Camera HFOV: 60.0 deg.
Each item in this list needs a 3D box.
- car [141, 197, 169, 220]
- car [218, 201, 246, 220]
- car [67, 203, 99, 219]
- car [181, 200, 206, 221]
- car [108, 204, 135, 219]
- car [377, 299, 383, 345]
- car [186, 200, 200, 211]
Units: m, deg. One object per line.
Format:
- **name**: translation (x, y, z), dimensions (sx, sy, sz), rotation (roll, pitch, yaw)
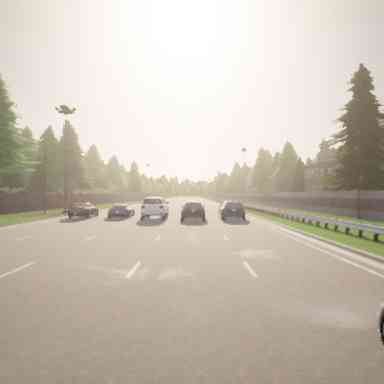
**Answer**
- **car**: translation (-3.390, 1.474, 30.898), dimensions (2.150, 2.045, 5.566), rotation (0, 0, 0)
- **car**: translation (3.611, 1.600, 30.684), dimensions (2.097, 1.767, 4.553), rotation (0, -1, 0)
- **car**: translation (-10.388, 1.754, 32.114), dimensions (2.128, 1.511, 4.902), rotation (0, 0, 0)
- **car**: translation (0.111, 1.594, 29.897), dimensions (2.097, 1.767, 4.553), rotation (0, -1, 0)
- **car**: translation (-6.888, 1.831, 32.722), dimensions (1.994, 1.385, 4.181), rotation (0, 0, 0)
- **car**: translation (3.601, 1.550, 2.910), dimensions (1.812, 1.442, 4.674), rotation (0, 0, 0)
- **car**: translation (0.119, 1.947, 49.227), dimensions (2.033, 1.411, 5.357), rotation (0, 0, 0)
